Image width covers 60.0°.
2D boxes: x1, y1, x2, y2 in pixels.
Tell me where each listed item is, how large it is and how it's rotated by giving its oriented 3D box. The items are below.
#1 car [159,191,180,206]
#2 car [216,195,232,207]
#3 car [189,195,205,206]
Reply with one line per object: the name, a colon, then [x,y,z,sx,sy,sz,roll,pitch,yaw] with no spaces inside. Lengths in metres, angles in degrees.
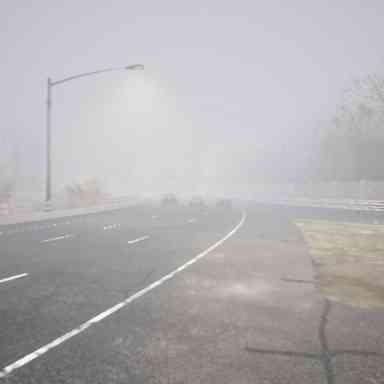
car: [-2.826,0.882,44.996,2.097,1.767,4.553,1,1,1]
car: [4.119,1.146,42.815,1.812,1.442,4.674,1,1,3]
car: [0.663,1.138,44.101,1.994,1.385,4.181,1,1,1]
